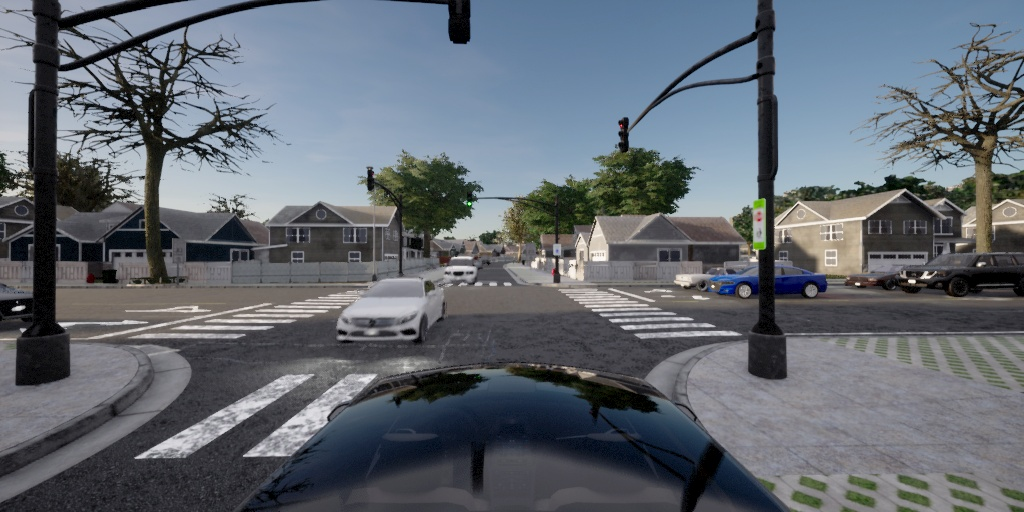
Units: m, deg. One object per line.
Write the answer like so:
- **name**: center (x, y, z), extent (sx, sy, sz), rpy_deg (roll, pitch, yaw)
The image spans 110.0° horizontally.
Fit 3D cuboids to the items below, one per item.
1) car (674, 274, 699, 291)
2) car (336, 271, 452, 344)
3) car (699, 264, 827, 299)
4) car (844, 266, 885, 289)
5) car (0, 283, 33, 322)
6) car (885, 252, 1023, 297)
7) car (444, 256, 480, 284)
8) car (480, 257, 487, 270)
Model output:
- **car**: center (11.785, 1.307, 20.257), extent (4.718, 1.301, 1.895), rpy_deg (0, 0, -2)
- **car**: center (-2.951, 1.292, 9.711), extent (1.812, 1.442, 4.674), rpy_deg (0, 0, -2)
- **car**: center (11.998, 1.160, 17.011), extent (5.008, 1.535, 1.882), rpy_deg (0, 0, -2)
- **car**: center (22.389, 1.196, 20.542), extent (5.357, 1.411, 2.033), rpy_deg (0, 0, -1)
- **car**: center (-15.233, 1.226, 9.570), extent (4.181, 1.385, 1.994), rpy_deg (0, 0, -2)
- **car**: center (21.958, 0.850, 17.285), extent (5.566, 2.045, 2.150), rpy_deg (0, 0, -1)
- **car**: center (-3.737, 1.071, 26.740), extent (2.150, 2.045, 5.566), rpy_deg (0, 1, -3)
- **car**: center (-5.013, 1.266, 50.373), extent (2.128, 1.511, 4.902), rpy_deg (0, 1, -3)
